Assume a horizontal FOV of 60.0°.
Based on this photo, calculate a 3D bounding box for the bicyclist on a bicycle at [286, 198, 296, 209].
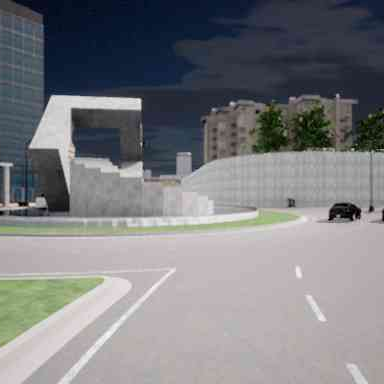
[{"bbox_3d":[15.124,1.659,49.908,1.656,1.620,0.582,-6,12,-35],"label":"bicyclist on a bicycle"}]

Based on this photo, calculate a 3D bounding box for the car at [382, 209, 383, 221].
[{"bbox_3d":[17.211,1.640,27.595,1.837,1.490,4.892,-1,-1,41],"label":"car"}]

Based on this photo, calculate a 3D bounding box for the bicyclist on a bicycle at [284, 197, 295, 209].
[{"bbox_3d":[14.725,1.624,50.386,1.656,1.620,0.582,-11,7,-37],"label":"bicyclist on a bicycle"}]

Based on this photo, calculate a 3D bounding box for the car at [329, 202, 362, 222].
[{"bbox_3d":[12.959,1.640,27.997,1.837,1.490,4.892,0,-1,37],"label":"car"}]
